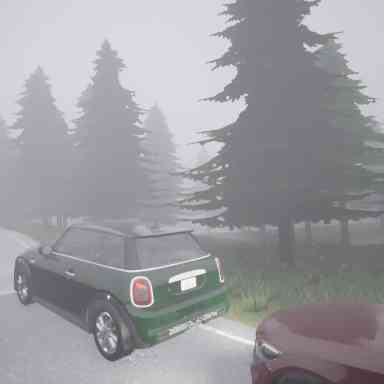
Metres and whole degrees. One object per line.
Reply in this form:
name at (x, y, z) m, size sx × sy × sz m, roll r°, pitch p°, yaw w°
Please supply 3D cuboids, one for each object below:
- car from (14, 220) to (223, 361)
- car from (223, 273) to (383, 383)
car at (-1.578, 1.308, 6.216) m, size 4.553 × 1.767 × 2.097 m, roll 1°, pitch 1°, yaw 44°
car at (2.751, 1.531, 2.595) m, size 4.674 × 1.442 × 1.812 m, roll 1°, pitch 0°, yaw 36°
